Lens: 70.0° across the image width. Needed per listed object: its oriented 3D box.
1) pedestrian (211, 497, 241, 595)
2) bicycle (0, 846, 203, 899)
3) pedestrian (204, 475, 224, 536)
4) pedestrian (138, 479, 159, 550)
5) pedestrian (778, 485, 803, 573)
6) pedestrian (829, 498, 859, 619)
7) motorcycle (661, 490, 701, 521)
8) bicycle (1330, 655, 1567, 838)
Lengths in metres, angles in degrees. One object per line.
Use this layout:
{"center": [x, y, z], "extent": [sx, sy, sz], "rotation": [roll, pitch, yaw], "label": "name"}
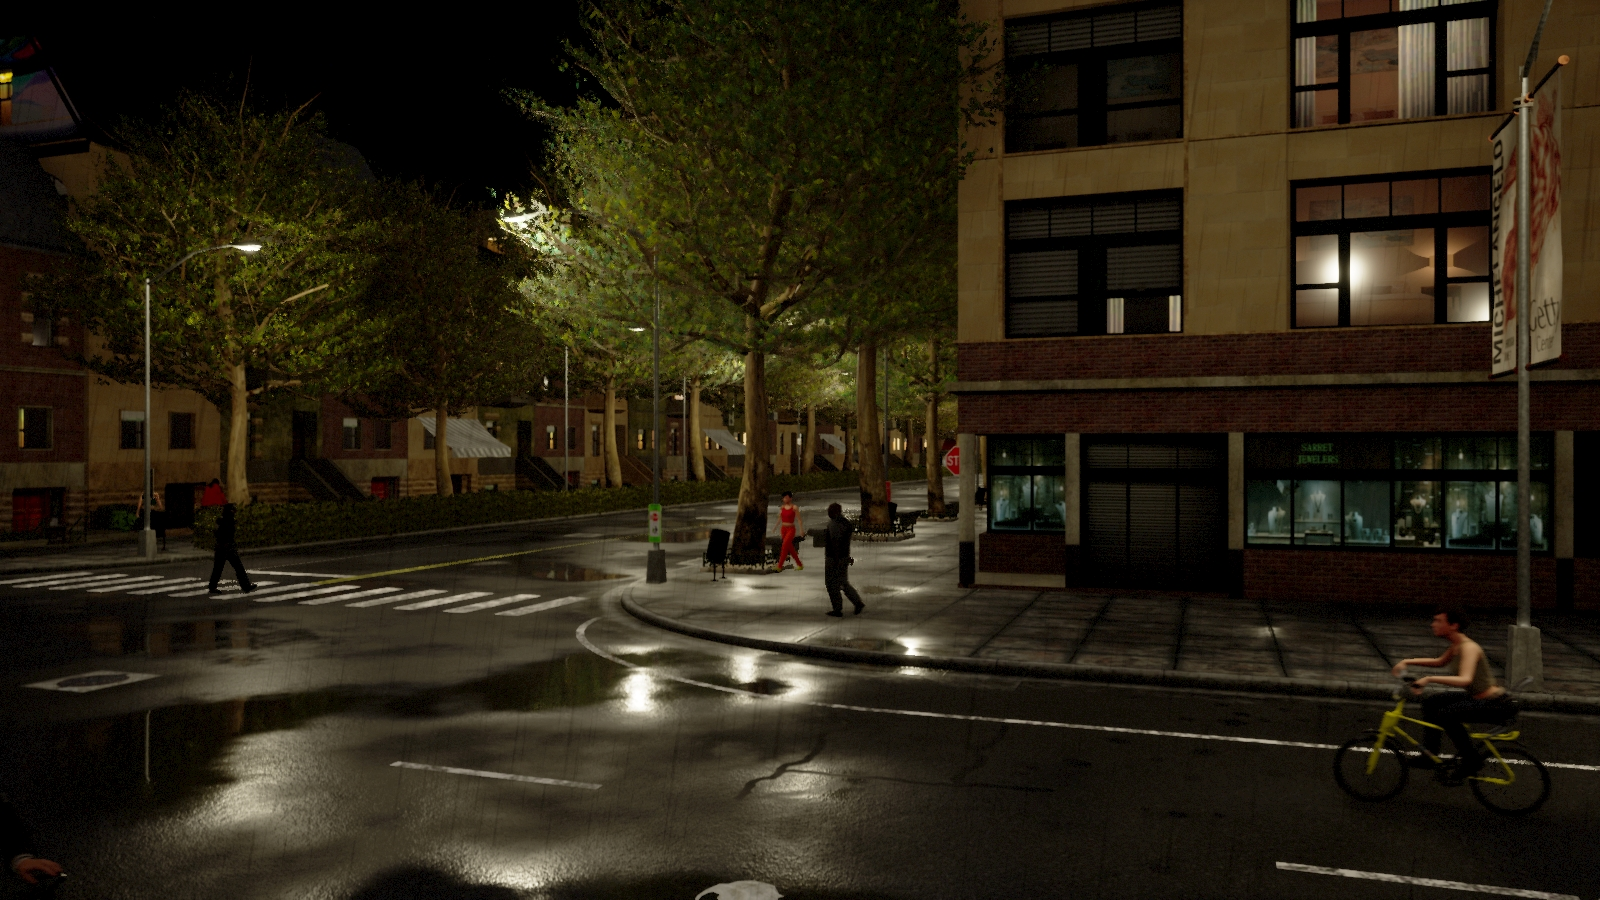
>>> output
{"center": [-11.101, 1.852, 22.102], "extent": [0.375, 1.860, 0.375], "rotation": [0, 0, 17], "label": "pedestrian"}
{"center": [-3.172, 2.211, 4.479], "extent": [1.835, 1.171, 0.329], "rotation": [0, 0, 20], "label": "bicycle"}
{"center": [-18.055, 1.702, 35.213], "extent": [0.375, 1.860, 0.375], "rotation": [0, 0, 15], "label": "pedestrian"}
{"center": [-17.309, 1.701, 30.351], "extent": [0.375, 1.860, 0.375], "rotation": [0, 0, -9], "label": "pedestrian"}
{"center": [-0.208, 1.698, 24.659], "extent": [0.375, 1.860, 0.375], "rotation": [0, 0, 37], "label": "pedestrian"}
{"center": [0.687, 1.698, 17.968], "extent": [0.375, 1.860, 0.375], "rotation": [0, 0, 19], "label": "pedestrian"}
{"center": [-4.773, 2.217, 45.849], "extent": [0.803, 1.145, 2.033], "rotation": [0, 0, 20], "label": "motorcycle"}
{"center": [4.978, 2.256, 8.895], "extent": [1.487, 1.080, 0.859], "rotation": [0, 0, 21], "label": "bicycle"}
